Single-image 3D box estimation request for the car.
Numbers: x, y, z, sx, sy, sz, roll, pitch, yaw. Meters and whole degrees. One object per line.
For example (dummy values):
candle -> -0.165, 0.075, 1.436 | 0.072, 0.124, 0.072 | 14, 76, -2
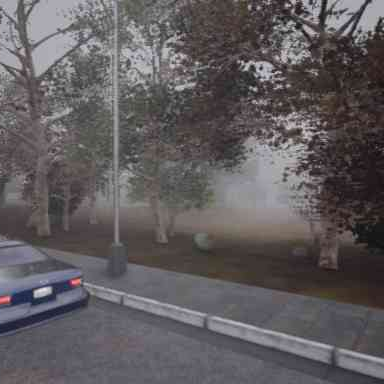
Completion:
car -> -4.262, 1.526, 6.407 | 5.357, 1.411, 2.033 | 0, 0, 36
